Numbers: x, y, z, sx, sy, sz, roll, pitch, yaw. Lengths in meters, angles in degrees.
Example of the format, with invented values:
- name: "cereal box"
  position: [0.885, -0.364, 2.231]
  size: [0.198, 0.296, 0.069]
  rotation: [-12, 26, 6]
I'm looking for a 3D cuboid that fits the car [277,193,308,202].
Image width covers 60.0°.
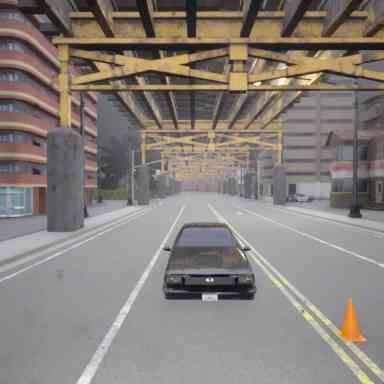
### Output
- name: "car"
  position: [17.807, 0.958, 59.020]
  size: [4.974, 1.542, 2.038]
  rotation: [0, 1, 25]

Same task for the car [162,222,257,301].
- name: "car"
  position: [0.361, 1.533, 8.748]
  size: [2.033, 1.411, 5.357]
  rotation: [0, 0, 1]

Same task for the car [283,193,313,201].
- name: "car"
  position: [17.508, 0.847, 54.880]
  size: [4.536, 1.218, 1.853]
  rotation: [0, 1, -20]

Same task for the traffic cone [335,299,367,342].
- name: "traffic cone"
  position: [2.453, 1.949, 5.141]
  size: [0.340, 0.580, 0.340]
  rotation: [0, 0, 0]

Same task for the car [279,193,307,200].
- name: "car"
  position: [17.854, 0.800, 58.997]
  size: [4.536, 1.218, 1.853]
  rotation: [0, 1, 25]

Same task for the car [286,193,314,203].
- name: "car"
  position: [17.459, 1.005, 54.864]
  size: [4.974, 1.542, 2.038]
  rotation: [0, 1, -20]
